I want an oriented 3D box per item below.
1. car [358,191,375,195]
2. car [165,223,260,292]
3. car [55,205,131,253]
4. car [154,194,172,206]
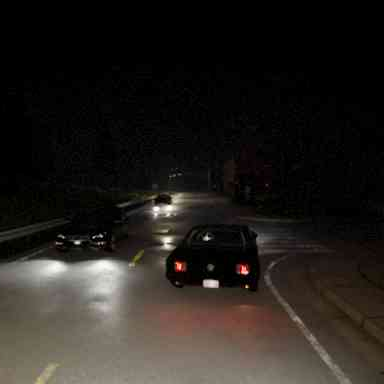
[{"bbox_3d":[27.570,0.625,52.858,1.816,1.474,4.193,0,1,0],"label":"car"},{"bbox_3d":[0.750,1.455,8.622,1.895,1.301,4.718,0,1,10],"label":"car"},{"bbox_3d":[-3.571,1.289,12.803,1.837,1.490,4.892,0,1,0],"label":"car"},{"bbox_3d":[-3.453,0.923,40.502,1.895,1.301,4.718,0,1,1],"label":"car"}]
